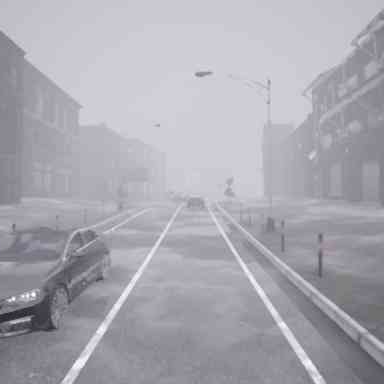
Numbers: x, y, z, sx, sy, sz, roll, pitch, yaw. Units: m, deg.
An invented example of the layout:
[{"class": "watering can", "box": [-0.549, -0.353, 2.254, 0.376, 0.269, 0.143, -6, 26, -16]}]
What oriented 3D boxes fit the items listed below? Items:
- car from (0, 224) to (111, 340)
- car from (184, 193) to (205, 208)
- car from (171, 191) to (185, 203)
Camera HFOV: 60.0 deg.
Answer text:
[{"class": "car", "box": [-3.065, 1.495, 6.943, 2.128, 1.511, 4.902, 0, 0, 0]}, {"class": "car", "box": [0.429, 0.910, 36.187, 1.812, 1.442, 4.674, 0, 1, 2]}, {"class": "car", "box": [-1.868, 0.682, 49.633, 2.097, 1.767, 4.553, 0, 0, 6]}]
